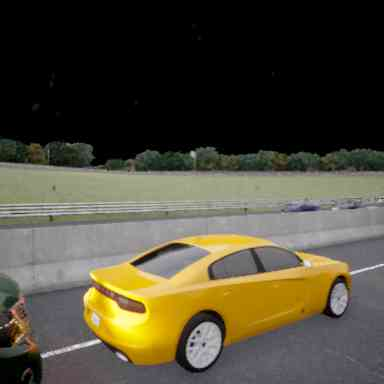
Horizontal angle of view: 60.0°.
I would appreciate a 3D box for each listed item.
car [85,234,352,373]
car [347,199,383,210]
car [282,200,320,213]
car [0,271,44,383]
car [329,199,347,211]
[{"bbox_3d":[0.781,1.475,5.718,5.008,1.535,1.882,0,0,-36],"label":"car"},{"bbox_3d":[15.427,1.483,28.007,4.892,1.490,1.837,0,0,-36],"label":"car"},{"bbox_3d":[11.060,1.507,33.476,4.674,1.442,1.812,0,0,-36],"label":"car"},{"bbox_3d":[-4.083,1.229,2.245,5.566,2.045,2.150,0,0,-35],"label":"car"},{"bbox_3d":[15.207,1.465,32.163,4.902,1.511,2.128,0,0,-36],"label":"car"}]
